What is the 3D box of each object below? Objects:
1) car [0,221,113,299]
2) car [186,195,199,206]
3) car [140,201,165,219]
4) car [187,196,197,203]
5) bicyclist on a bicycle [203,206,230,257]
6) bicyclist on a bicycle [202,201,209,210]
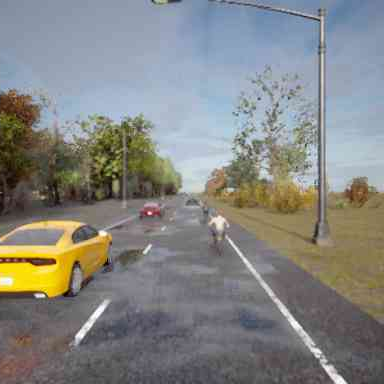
[{"bbox_3d":[-3.399,1.480,8.543,1.882,1.535,5.008,0,0,0],"label":"car"},{"bbox_3d":[0.105,1.376,56.759,2.097,1.767,4.553,0,0,0],"label":"car"},{"bbox_3d":[-3.397,1.536,29.019,1.812,1.442,4.674,0,0,0],"label":"car"},{"bbox_3d":[0.008,1.584,73.751,1.994,1.385,4.181,0,0,0],"label":"car"},{"bbox_3d":[0.970,1.441,12.015,0.866,1.612,1.509,0,0,0],"label":"bicyclist on a bicycle"},{"bbox_3d":[0.968,1.461,22.961,0.582,1.620,1.656,0,0,0],"label":"bicyclist on a bicycle"}]
